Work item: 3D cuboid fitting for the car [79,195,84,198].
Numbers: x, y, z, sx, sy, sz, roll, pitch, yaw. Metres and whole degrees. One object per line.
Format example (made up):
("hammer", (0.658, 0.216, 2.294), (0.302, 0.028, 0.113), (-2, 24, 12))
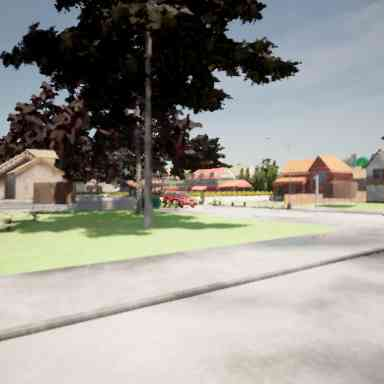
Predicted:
("car", (-25.541, 1.403, 76.755), (1.895, 1.301, 4.718), (-1, 0, -36))

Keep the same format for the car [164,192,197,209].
("car", (-1.604, 1.025, 43.285), (2.150, 2.045, 5.566), (-1, 1, -36))
